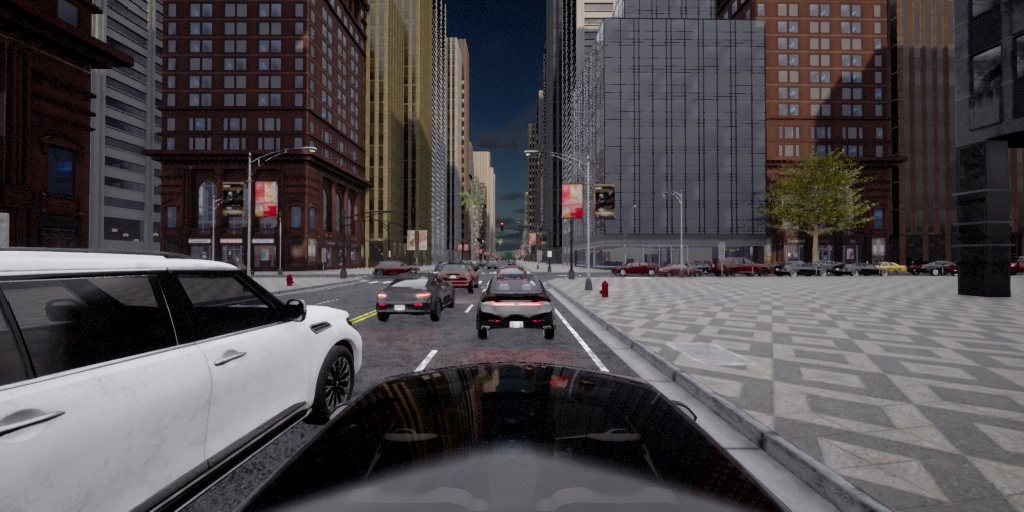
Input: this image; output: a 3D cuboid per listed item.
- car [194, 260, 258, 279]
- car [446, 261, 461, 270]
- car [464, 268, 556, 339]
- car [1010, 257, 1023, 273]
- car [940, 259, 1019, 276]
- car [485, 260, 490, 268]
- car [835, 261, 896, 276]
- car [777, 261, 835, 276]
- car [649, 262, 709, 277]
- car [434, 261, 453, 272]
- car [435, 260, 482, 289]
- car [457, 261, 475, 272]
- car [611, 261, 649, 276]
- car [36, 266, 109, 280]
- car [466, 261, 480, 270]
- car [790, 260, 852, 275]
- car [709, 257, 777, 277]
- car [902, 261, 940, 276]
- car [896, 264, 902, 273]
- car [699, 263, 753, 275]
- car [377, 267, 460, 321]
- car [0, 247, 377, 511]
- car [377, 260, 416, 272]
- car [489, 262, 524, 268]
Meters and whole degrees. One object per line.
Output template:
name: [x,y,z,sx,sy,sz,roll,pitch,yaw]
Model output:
car: [-27.751,1.302,34.937,4.553,1.767,2.097,0,-1,0]
car: [-9.872,1.558,60.833,1.812,1.442,4.674,0,0,0]
car: [0.093,1.248,10.066,2.128,1.511,4.902,0,0,0]
car: [49.119,0.973,33.486,5.009,1.841,2.192,0,0,-1]
car: [43.481,1.214,33.394,4.507,1.381,1.888,0,0,-1]
car: [-3.194,1.645,62.476,1.895,1.301,4.718,0,0,0]
car: [32.205,1.260,33.210,4.313,1.339,1.948,0,0,-1]
car: [26.568,1.276,33.118,4.313,1.339,1.948,0,0,-1]
car: [15.292,1.327,32.935,4.207,1.307,1.802,0,0,-1]
car: [-9.876,1.496,51.910,1.812,1.442,4.674,0,0,0]
car: [-3.164,1.142,21.356,2.097,1.767,4.553,0,0,0]
car: [-6.636,1.463,52.188,2.128,1.511,4.902,0,0,0]
car: [13.239,1.299,38.687,5.008,1.535,1.882,0,-1,-2]
car: [-42.753,1.620,34.943,4.718,1.301,1.895,0,-1,0]
car: [-6.622,1.561,61.287,1.812,1.442,4.674,0,0,0]
car: [33.566,1.251,38.998,4.902,1.511,2.128,0,-1,-1]
car: [20.931,1.041,33.026,5.009,1.841,2.192,0,0,-1]
car: [42.828,1.206,36.010,4.892,1.490,1.837,0,-1,-1]
car: [43.178,1.295,41.915,4.829,1.417,1.751,0,0,-1]
car: [23.156,1.389,38.835,4.718,1.301,1.895,0,-1,-1]
car: [-3.158,1.288,12.376,1.812,1.442,4.674,0,0,0]
car: [-3.155,0.972,2.597,2.150,2.045,5.566,0,0,0]
car: [-11.555,1.223,36.154,4.553,1.767,2.097,0,-1,-16]
car: [-0.014,1.260,19.567,1.882,1.535,5.008,0,0,0]
